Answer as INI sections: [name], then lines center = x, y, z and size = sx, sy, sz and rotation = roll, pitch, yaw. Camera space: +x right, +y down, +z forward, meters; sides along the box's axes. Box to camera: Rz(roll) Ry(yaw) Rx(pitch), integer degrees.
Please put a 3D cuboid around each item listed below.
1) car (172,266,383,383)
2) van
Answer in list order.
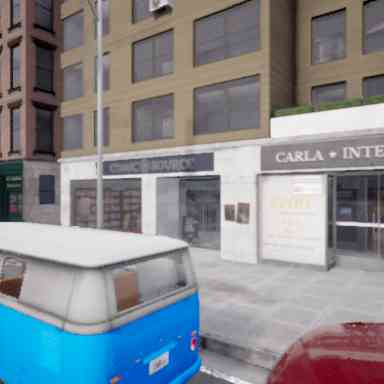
[car]
center = 2.593, 1.315, 1.017
size = 5.009, 1.841, 2.192
rotation = 0, 0, 36
[van]
center = -1.810, 1.342, 4.154
size = 3.998, 1.788, 1.690
rotation = 0, 0, 36
